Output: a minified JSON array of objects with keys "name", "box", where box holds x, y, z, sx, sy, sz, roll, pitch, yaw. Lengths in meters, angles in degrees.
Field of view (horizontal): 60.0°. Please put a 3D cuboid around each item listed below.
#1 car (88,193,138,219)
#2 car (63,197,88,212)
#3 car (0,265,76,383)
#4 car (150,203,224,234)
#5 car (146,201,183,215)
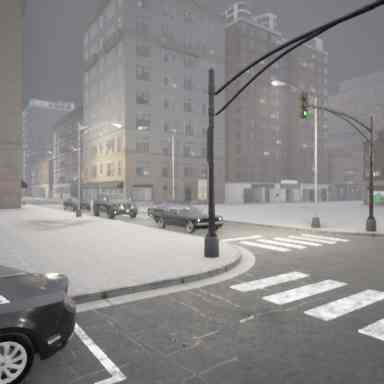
[{"name":"car","box":[-6.533,1.092,27.808,2.150,2.045,5.566,0,0,-35]},{"name":"car","box":[-12.608,1.300,36.322,1.882,1.535,5.008,0,0,-36]},{"name":"car","box":[-3.584,1.551,3.631,4.403,1.369,2.008,0,0,-36]},{"name":"car","box":[-0.317,1.522,19.126,1.895,1.301,4.718,0,0,-36]},{"name":"car","box":[-1.581,1.438,25.952,2.033,1.411,5.357,0,0,-36]}]
